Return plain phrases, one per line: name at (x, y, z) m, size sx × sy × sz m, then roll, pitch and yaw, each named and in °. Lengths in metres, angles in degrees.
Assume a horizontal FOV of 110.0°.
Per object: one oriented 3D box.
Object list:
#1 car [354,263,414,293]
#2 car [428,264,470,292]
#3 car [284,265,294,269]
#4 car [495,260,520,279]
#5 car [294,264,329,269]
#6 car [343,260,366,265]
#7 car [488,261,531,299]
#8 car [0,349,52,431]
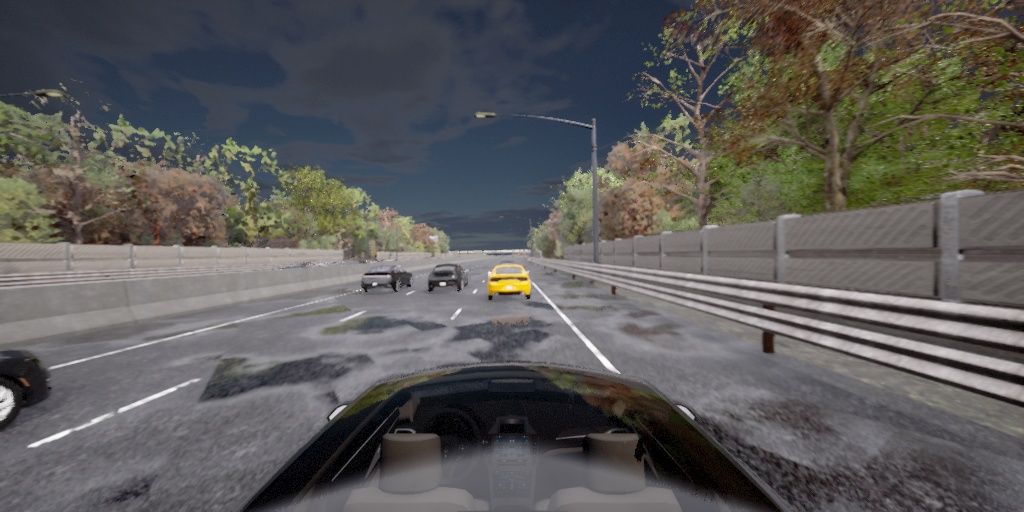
car at (-7.194, 1.269, 21.124) m, size 2.128 × 1.511 × 4.902 m, roll -1°, pitch 0°, yaw -1°
car at (-3.696, 1.211, 21.286) m, size 1.837 × 1.490 × 4.892 m, roll -1°, pitch 0°, yaw -1°
car at (-25.189, 1.599, 42.249) m, size 1.994 × 1.385 × 4.181 m, roll -1°, pitch 0°, yaw 0°
car at (-0.397, 1.132, 31.739) m, size 2.033 × 1.411 × 5.357 m, roll -1°, pitch 0°, yaw -1°
car at (-21.673, 1.574, 40.039) m, size 1.895 × 1.301 × 4.718 m, roll -1°, pitch 0°, yaw -1°
car at (-18.189, 1.249, 41.268) m, size 2.097 × 1.767 × 4.553 m, roll -1°, pitch 0°, yaw -1°
car at (-0.149, 1.135, 17.395) m, size 1.882 × 1.535 × 5.008 m, roll -1°, pitch 0°, yaw -1°
car at (-6.898, 1.388, 2.580) m, size 1.837 × 1.490 × 4.892 m, roll -1°, pitch 0°, yaw -1°
